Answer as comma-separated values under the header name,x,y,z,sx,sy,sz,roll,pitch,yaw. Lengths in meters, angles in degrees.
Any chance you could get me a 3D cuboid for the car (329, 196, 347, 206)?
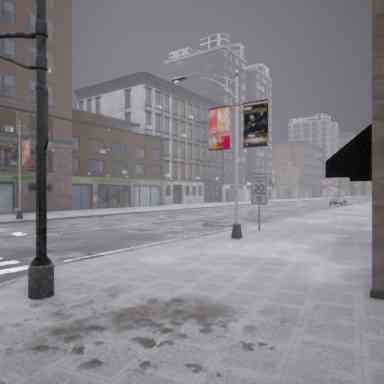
name,x,y,z,sx,sy,sz,roll,pitch,yaw
car,22.646,1.376,51.516,2.033,1.411,5.357,0,0,34
